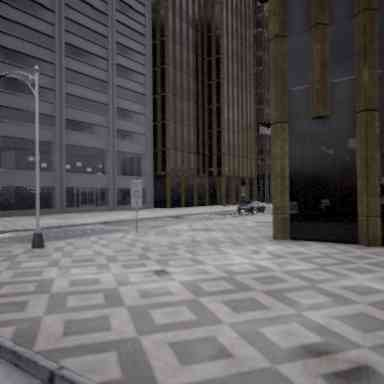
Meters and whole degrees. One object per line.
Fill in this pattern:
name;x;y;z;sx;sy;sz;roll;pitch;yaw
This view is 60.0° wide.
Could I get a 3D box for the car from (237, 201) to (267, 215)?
car;6.726;1.727;36.863;1.837;1.490;4.892;-1;-1;36
